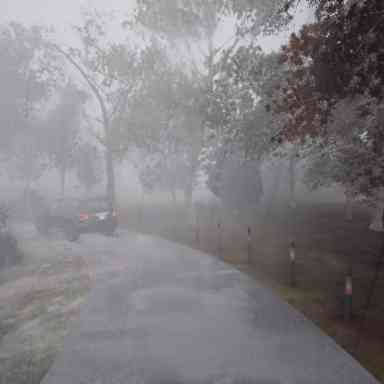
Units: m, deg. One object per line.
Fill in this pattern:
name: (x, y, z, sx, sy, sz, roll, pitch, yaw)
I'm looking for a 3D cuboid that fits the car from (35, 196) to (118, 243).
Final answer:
car: (-5.989, 1.240, 16.969, 5.566, 2.045, 2.150, 0, 3, 44)
